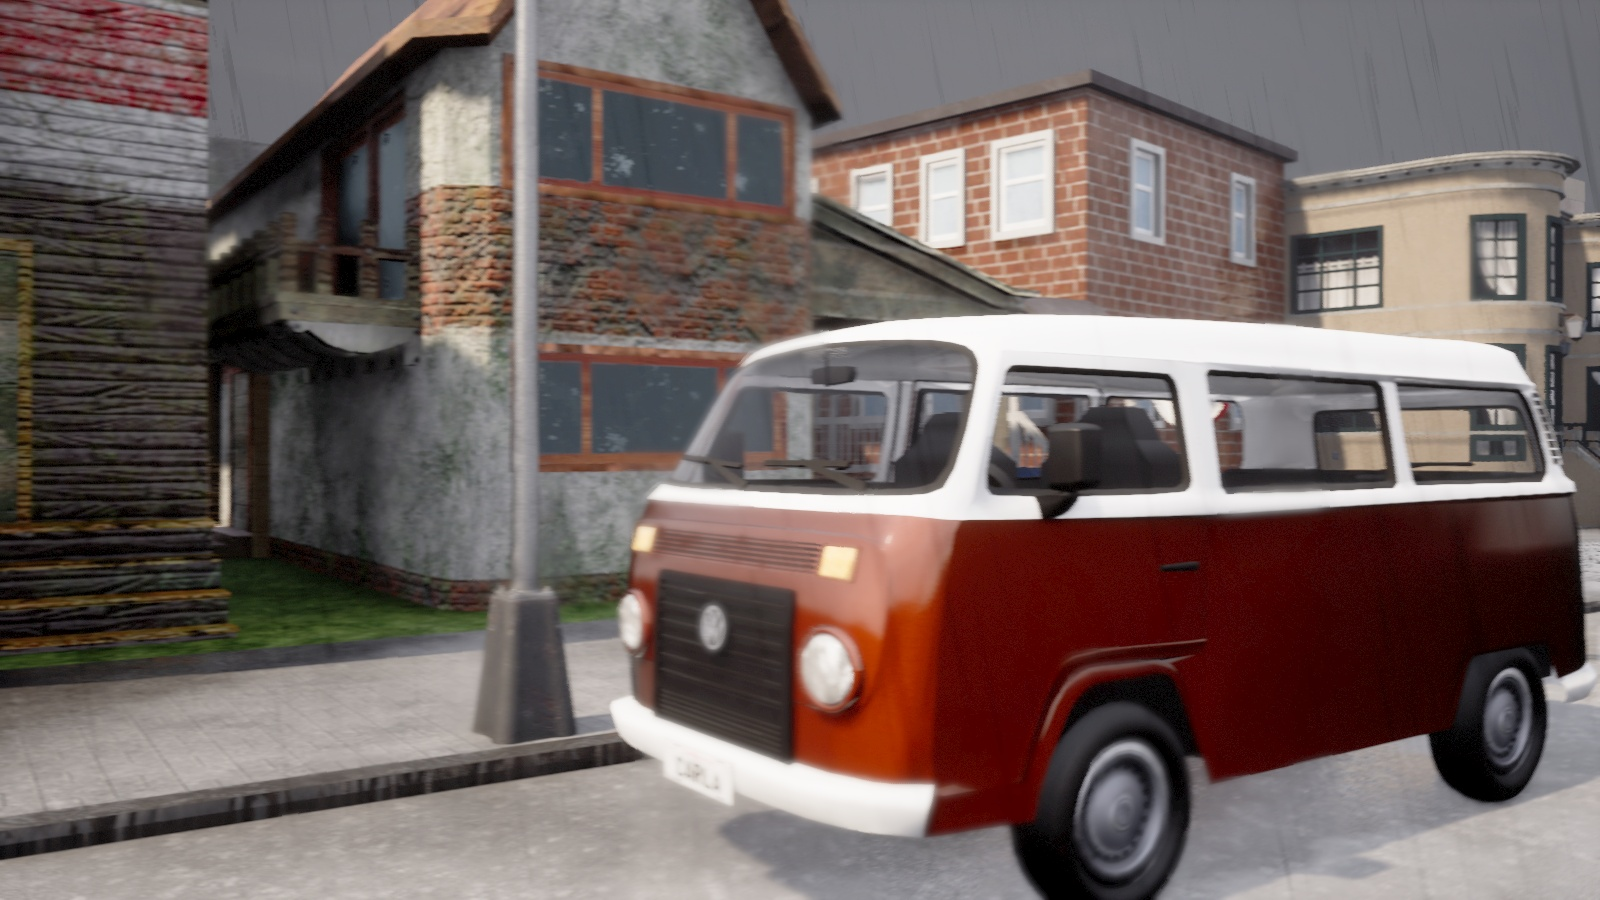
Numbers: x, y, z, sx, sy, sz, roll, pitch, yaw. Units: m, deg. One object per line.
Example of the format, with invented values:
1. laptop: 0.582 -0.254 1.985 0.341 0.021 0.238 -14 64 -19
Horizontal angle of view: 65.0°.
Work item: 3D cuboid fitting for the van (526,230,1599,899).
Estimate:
1. van: 1.383 0.477 5.233 4.480 2.038 2.069 0 0 -35
